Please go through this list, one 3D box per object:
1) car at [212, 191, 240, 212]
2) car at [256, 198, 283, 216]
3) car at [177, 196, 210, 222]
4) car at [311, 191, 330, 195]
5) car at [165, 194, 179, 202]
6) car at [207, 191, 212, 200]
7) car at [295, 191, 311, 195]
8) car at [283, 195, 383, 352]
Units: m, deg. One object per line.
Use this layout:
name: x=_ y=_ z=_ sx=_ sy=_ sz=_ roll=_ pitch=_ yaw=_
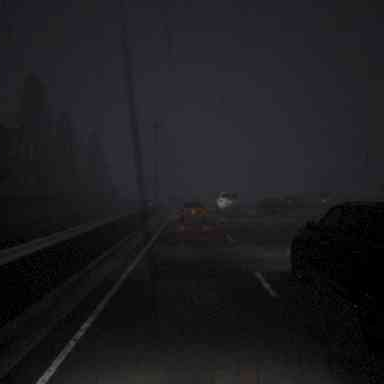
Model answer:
car: x=3.569 y=0.965 z=34.118 sx=2.150 sy=2.045 sz=5.566 roll=0 pitch=0 yaw=-1
car: x=7.092 y=1.252 z=30.139 sx=1.882 sy=1.535 sz=5.008 roll=0 pitch=0 yaw=0
car: x=0.100 y=1.272 z=24.484 sx=1.801 sy=1.575 sz=5.366 roll=0 pitch=0 yaw=0
car: x=13.975 y=0.935 z=38.132 sx=2.150 sy=2.045 sz=5.566 roll=0 pitch=0 yaw=-2
car: x=-3.538 y=1.121 z=59.102 sx=1.994 sy=1.385 sz=4.181 roll=0 pitch=0 yaw=-16
car: x=4.164 y=0.788 z=57.854 sx=2.150 sy=2.045 sz=5.566 roll=0 pitch=0 yaw=-15
car: x=10.529 y=1.088 z=35.379 sx=2.097 sy=1.767 sz=4.553 roll=0 pitch=0 yaw=-1
car: x=3.600 y=1.173 z=6.218 sx=2.150 sy=2.045 sz=5.566 roll=0 pitch=0 yaw=0
